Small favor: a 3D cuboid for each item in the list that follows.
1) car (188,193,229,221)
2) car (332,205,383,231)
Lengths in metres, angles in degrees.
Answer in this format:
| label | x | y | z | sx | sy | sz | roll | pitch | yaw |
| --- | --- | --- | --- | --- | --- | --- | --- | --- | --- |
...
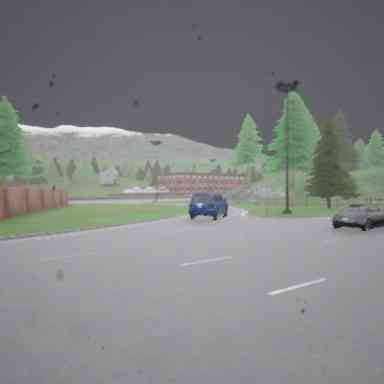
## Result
| label | x | y | z | sx | sy | sz | roll | pitch | yaw |
| --- | --- | --- | --- | --- | --- | --- | --- | --- | --- |
| car | 1.420 | 1.130 | 26.921 | 2.150 | 2.045 | 5.566 | 0 | 0 | 19 |
| car | 10.119 | 1.457 | 19.567 | 4.181 | 1.385 | 1.994 | 0 | 0 | -36 |
